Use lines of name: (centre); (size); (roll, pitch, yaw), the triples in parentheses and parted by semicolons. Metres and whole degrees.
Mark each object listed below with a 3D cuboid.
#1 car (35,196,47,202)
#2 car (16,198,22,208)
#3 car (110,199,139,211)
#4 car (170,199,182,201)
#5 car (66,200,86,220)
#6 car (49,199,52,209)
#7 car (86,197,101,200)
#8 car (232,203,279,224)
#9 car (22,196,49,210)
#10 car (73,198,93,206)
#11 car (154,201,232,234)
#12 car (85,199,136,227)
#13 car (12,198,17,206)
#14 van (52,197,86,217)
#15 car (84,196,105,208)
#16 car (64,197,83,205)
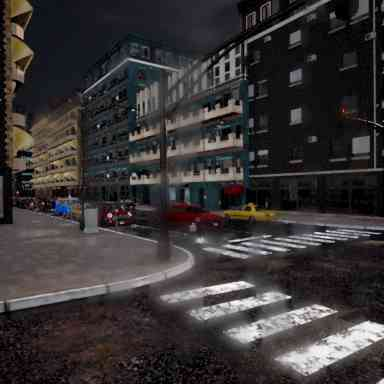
car: (-37.562, 1.728, 82.868); (1.887, 1.381, 4.507); (-1, 1, -35)
car: (-25.115, 1.770, 50.963); (1.947, 1.339, 4.313); (-1, 1, -35)
car: (-8.655, 1.582, 42.305); (2.008, 1.369, 4.403); (-1, 1, -35)
car: (-2.233, 1.441, 33.291); (1.967, 1.590, 4.097); (-1, 1, -35)
car: (-8.957, 1.652, 28.291); (1.752, 1.417, 4.829); (-1, 1, -35)
car: (-20.469, 1.737, 49.081); (1.994, 1.385, 4.181); (-1, 0, -35)
car: (-10.012, 1.594, 34.240); (2.128, 1.511, 4.902); (-1, 0, -35)
car: (4.093, 1.498, 24.417); (1.752, 1.417, 4.829); (-1, 1, -35)
car: (-21.905, 1.628, 46.456); (1.967, 1.590, 4.097); (-1, 1, -35)
car: (-18.291, 1.644, 55.826); (1.947, 1.339, 4.313); (-1, 1, -35)
car: (-0.128, 1.536, 20.361); (1.882, 1.535, 5.008); (-1, 0, -35)
car: (-5.845, 1.553, 23.922); (1.967, 1.590, 4.097); (-1, 1, -35)
car: (-31.539, 1.783, 59.977); (1.887, 1.381, 4.507); (-1, 1, -35)
van: (-12.270, 1.483, 32.934); (1.690, 1.788, 3.998); (-1, 1, -35)
car: (-15.081, 1.502, 51.318); (1.967, 1.590, 4.097); (-1, 1, -35)
car: (-21.503, 1.646, 60.333); (2.008, 1.369, 4.403); (-1, 1, -35)
